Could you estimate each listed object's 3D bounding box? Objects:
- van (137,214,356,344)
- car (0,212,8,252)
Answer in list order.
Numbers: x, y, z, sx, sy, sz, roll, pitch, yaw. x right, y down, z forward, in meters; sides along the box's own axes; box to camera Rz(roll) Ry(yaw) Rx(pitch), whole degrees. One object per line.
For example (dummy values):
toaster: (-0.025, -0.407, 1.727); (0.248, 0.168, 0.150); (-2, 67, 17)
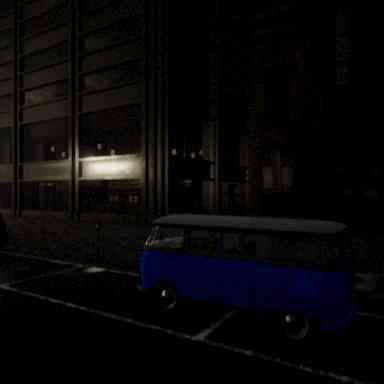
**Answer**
van: (0.852, 1.338, 6.086); (3.998, 1.788, 1.690); (0, 0, 32)
car: (-8.712, 1.306, 11.949); (5.009, 1.841, 2.192); (0, 0, 32)
